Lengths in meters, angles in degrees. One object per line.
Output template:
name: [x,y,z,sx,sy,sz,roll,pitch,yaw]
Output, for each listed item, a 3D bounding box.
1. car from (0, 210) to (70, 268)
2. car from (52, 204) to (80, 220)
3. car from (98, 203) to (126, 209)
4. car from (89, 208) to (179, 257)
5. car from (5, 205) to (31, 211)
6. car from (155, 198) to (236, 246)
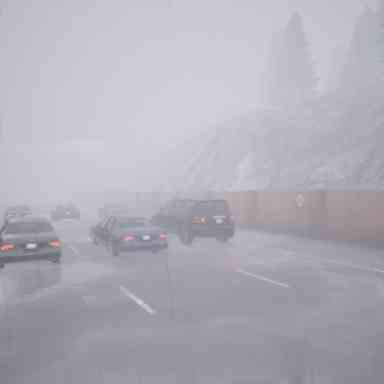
car: [-5.772,1.598,11.702,2.033,1.411,5.357,0,0,-28]
car: [-10.896,1.682,28.561,1.994,1.385,4.181,0,0,-28]
car: [-6.674,1.658,28.048,2.033,1.411,5.357,0,0,-28]
car: [-2.721,1.600,13.416,2.033,1.411,5.357,0,0,-28]
car: [-12.839,1.654,24.732,2.033,1.411,5.357,0,0,-28]
car: [-0.144,1.281,16.018,2.150,2.045,5.566,0,0,-28]
